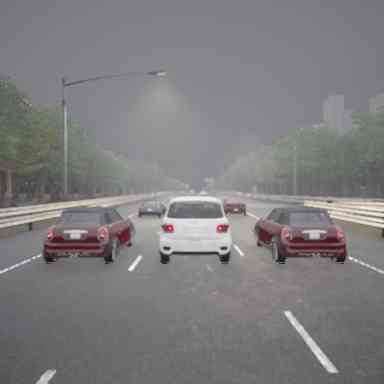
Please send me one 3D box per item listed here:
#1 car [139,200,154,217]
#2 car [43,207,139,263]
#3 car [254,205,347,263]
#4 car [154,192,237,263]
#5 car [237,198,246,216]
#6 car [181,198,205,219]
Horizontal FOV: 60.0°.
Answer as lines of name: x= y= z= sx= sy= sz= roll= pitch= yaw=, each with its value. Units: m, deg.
car: x=-3.400 y=1.372 z=28.664 sx=1.994 sy=1.385 sz=4.181 roll=0 pitch=1 yaw=0
car: x=-3.407 y=1.295 z=11.851 sx=2.097 sy=1.767 sz=4.553 roll=0 pitch=0 yaw=0
car: x=3.592 y=1.295 z=11.859 sx=2.097 sy=1.767 sz=4.553 roll=0 pitch=0 yaw=0
car: x=0.096 y=1.166 z=11.929 sx=2.150 sy=2.045 sz=5.566 roll=0 pitch=0 yaw=0
car: x=3.602 y=1.276 z=29.659 sx=1.882 sy=1.535 sz=5.008 roll=0 pitch=1 yaw=0
car: x=0.101 y=1.318 z=28.283 sx=1.837 sy=1.490 sz=4.892 roll=0 pitch=1 yaw=0
